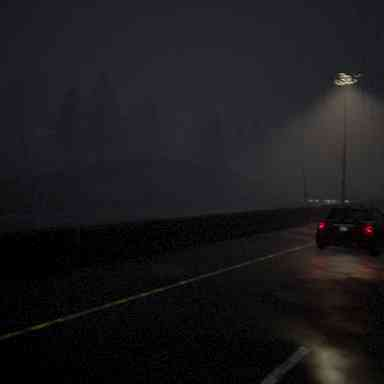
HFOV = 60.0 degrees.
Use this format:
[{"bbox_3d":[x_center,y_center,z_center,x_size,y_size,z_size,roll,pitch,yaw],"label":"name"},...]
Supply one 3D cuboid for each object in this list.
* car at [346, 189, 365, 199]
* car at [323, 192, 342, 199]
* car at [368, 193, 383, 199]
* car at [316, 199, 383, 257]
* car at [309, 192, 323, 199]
[{"bbox_3d":[30.585,0.499,62.248,2.150,2.045,5.566,1,2,41],"label":"car"},{"bbox_3d":[27.958,0.743,64.568,2.128,1.511,4.902,1,2,41],"label":"car"},{"bbox_3d":[33.326,0.881,60.077,1.994,1.385,4.181,1,2,41],"label":"car"},{"bbox_3d":[6.721,1.333,13.292,2.097,1.767,4.553,1,0,41],"label":"car"},{"bbox_3d":[25.312,0.702,66.858,2.033,1.411,5.357,1,2,41],"label":"car"}]
